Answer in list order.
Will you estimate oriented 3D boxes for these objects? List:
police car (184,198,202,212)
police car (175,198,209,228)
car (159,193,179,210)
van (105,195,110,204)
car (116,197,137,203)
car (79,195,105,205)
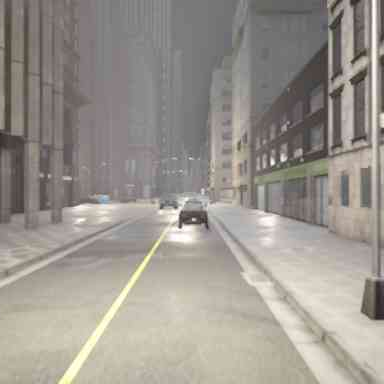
[{"bbox_3d":[0.099,1.505,40.100,2.038,1.542,4.974,0,0,0],"label":"police car"},{"bbox_3d":[0.101,1.421,22.237,1.930,1.638,5.238,0,0,0],"label":"police car"},{"bbox_3d":[-3.011,1.228,43.545,2.150,2.045,5.566,0,0,0],"label":"car"},{"bbox_3d":[-19.612,1.592,71.072,3.998,1.788,1.690,-1,0,0],"label":"van"},{"bbox_3d":[-13.985,1.728,71.054,4.507,1.381,1.887,-1,0,0],"label":"car"},{"bbox_3d":[-19.632,1.524,62.547,5.009,1.841,2.192,-1,0,0],"label":"car"}]
